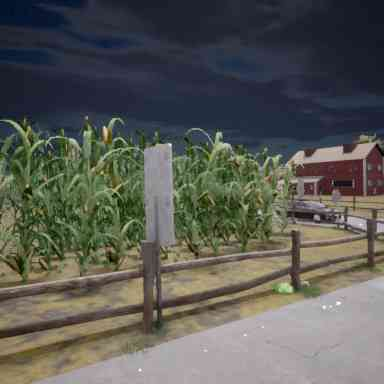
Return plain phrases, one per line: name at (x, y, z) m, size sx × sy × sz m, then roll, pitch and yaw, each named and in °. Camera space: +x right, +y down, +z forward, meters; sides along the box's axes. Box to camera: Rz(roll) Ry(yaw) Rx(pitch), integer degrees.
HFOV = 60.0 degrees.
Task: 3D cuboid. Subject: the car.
car at (8.382, 1.342, 24.215) m, size 1.837 × 1.490 × 4.892 m, roll -2°, pitch 2°, yaw -34°
